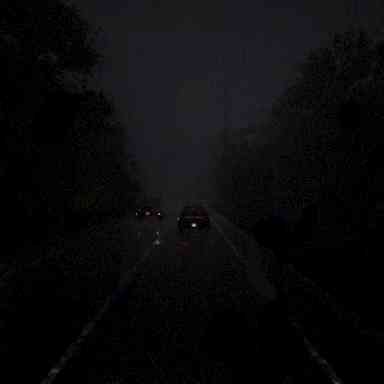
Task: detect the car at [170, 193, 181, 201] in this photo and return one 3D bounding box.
[{"bbox_3d":[-3.455,1.291,70.929,2.150,2.045,5.566,0,0,0],"label":"car"}]

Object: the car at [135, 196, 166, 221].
[{"bbox_3d":[-3.579,1.398,29.676,2.150,2.045,5.566,0,-1,0],"label":"car"}]

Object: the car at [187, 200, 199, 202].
[{"bbox_3d":[0.124,1.684,38.618,1.882,1.535,5.008,0,0,0],"label":"car"}]

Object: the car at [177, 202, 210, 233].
[{"bbox_3d":[0.114,1.630,20.757,2.128,1.511,4.902,0,0,0],"label":"car"}]
